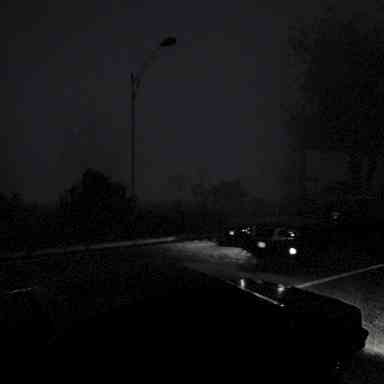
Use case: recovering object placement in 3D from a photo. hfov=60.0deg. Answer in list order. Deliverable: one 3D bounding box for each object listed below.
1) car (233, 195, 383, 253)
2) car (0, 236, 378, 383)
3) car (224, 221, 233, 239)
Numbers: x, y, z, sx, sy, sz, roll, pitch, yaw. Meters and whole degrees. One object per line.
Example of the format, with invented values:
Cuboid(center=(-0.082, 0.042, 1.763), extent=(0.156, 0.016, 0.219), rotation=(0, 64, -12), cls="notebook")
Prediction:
Cuboid(center=(4.299, 1.151, 11.183), extent=(5.566, 2.045, 2.150), rotation=(0, 0, -34), cls="car")
Cuboid(center=(-0.357, 1.535, 3.466), extent=(5.357, 1.411, 2.033), rotation=(0, 0, -35), cls="car")
Cuboid(center=(3.642, 1.421, 14.954), extent=(4.892, 1.490, 1.837), rotation=(0, 0, -34), cls="car")
